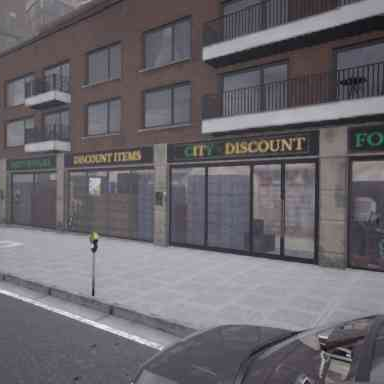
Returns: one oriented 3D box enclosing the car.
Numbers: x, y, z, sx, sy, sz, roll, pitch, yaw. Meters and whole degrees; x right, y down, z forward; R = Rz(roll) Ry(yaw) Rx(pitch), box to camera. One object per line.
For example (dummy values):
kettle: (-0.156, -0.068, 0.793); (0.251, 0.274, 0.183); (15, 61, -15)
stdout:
car: (1.447, 1.551, 2.040); (4.403, 1.369, 2.008); (0, 1, 35)
